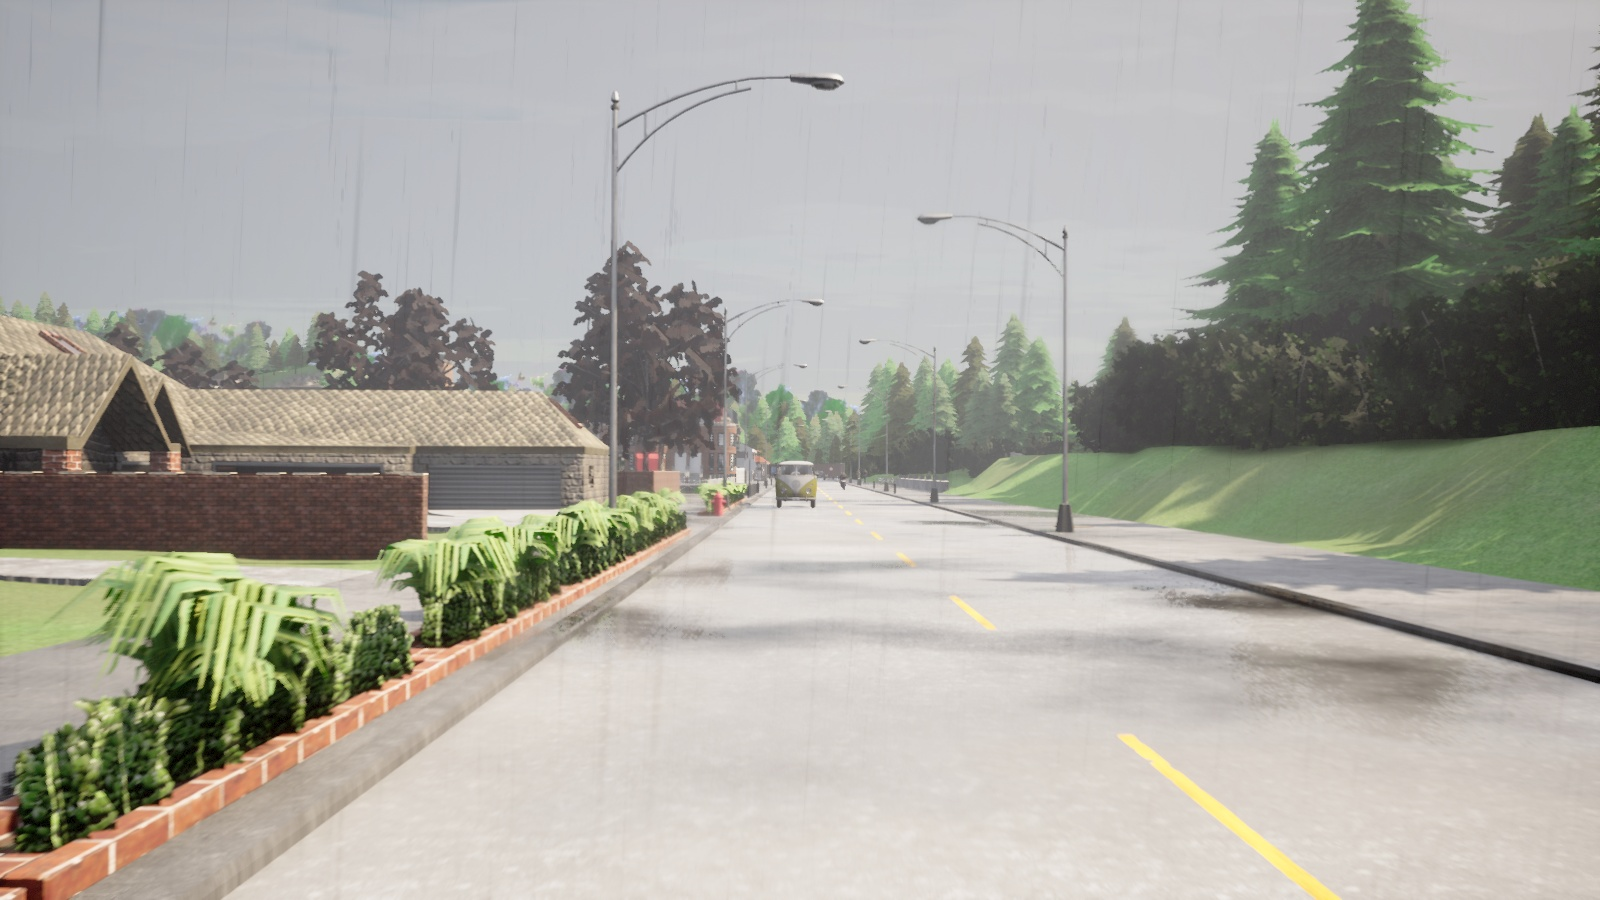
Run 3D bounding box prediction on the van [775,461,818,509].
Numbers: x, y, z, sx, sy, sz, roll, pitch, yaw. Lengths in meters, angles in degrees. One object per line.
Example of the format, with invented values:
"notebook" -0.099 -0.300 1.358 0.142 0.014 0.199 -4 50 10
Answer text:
"van" -0.155 1.470 53.907 1.775 1.987 4.442 0 -1 0
